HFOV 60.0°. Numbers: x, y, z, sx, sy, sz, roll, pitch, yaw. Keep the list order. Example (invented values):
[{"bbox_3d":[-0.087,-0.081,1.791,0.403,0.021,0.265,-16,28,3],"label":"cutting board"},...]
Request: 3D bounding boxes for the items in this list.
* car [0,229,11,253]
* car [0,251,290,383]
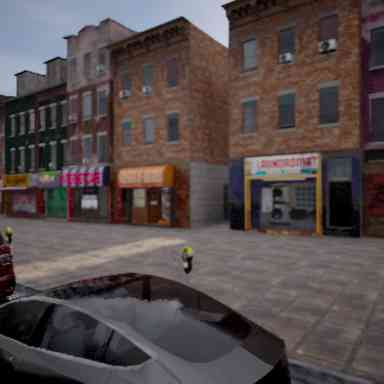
[{"bbox_3d":[-5.578,1.393,6.786,5.009,1.841,2.192,-1,0,36],"label":"car"},{"bbox_3d":[-1.126,1.592,3.611,4.313,1.339,1.947,-1,0,36],"label":"car"}]
